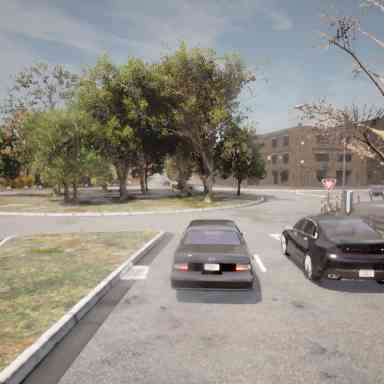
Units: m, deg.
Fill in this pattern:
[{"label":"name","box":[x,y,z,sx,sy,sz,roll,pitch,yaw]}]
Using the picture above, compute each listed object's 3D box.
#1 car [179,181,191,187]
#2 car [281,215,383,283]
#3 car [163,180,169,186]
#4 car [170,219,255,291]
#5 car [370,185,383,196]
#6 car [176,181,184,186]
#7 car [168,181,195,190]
[{"label":"car","box":[-1.623,-1.793,74.010,1.895,1.301,4.718,-1,2,-9]},{"label":"car","box":[3.844,1.405,9.441,1.837,1.490,4.892,0,2,4]},{"label":"car","box":[-6.342,-2.188,84.113,1.837,1.490,4.892,0,1,-4]},{"label":"car","box":[0.549,1.449,8.951,2.033,1.411,5.357,0,1,4]},{"label":"car","box":[25.416,-0.223,42.626,5.357,1.411,2.033,-2,4,-22]},{"label":"car","box":[-3.076,-2.101,84.104,1.895,1.301,4.718,0,1,-4]},{"label":"car","box":[-1.596,-1.133,59.609,2.033,1.411,5.357,-2,4,-33]}]
